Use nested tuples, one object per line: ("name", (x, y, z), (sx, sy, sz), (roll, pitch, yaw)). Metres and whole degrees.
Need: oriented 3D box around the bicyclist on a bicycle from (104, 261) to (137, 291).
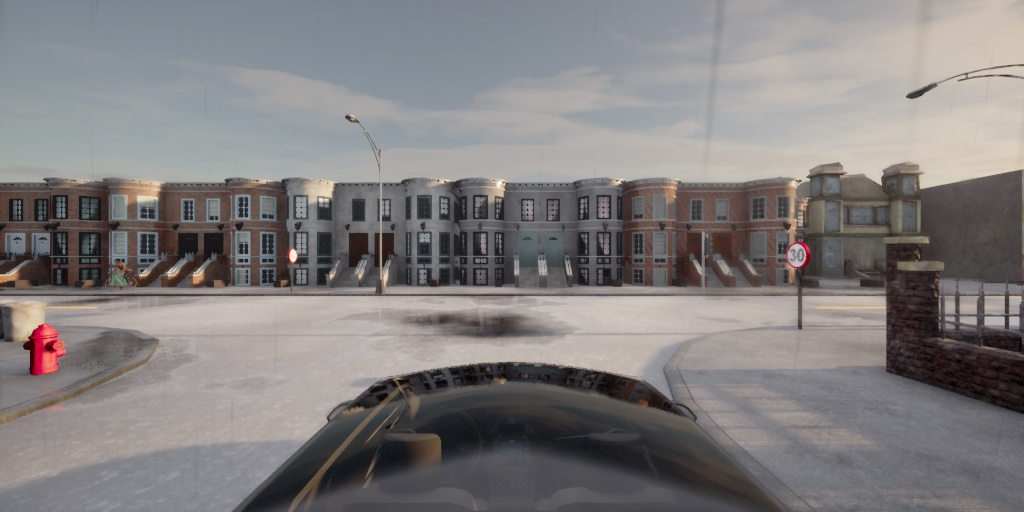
("bicyclist on a bicycle", (-21.801, 1.099, 20.000), (0.582, 1.620, 1.656), (0, 0, 0))
